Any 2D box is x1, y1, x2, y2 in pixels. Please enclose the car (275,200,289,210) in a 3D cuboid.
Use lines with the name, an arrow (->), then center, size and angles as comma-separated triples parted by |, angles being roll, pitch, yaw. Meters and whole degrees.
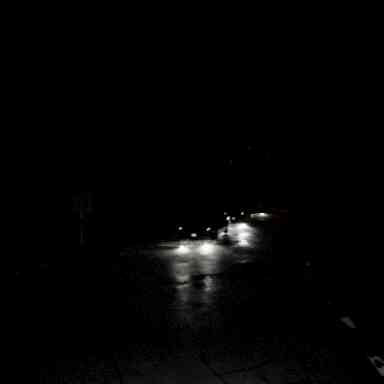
car -> 14.284, 2.013, 52.941 | 1.837, 1.490, 4.892 | -1, -1, 15

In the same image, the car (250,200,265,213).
car -> 8.307, 1.765, 43.067 | 2.097, 1.767, 4.553 | -1, -1, 16

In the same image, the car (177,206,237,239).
car -> 0.854, 1.695, 18.459 | 2.033, 1.411, 5.357 | -1, -1, 17

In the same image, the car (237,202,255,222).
car -> 4.043, 1.862, 29.205 | 1.895, 1.301, 4.718 | -1, -1, 18
